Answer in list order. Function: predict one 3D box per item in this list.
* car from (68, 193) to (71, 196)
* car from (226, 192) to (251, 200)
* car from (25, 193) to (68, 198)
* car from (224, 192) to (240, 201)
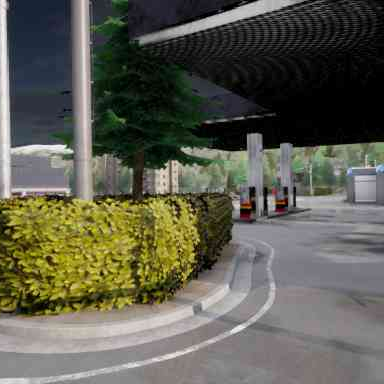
[{"bbox_3d":[-24.204,1.124,63.874,3.866,1.878,1.905,-1,1,35],"label":"car"},{"bbox_3d":[9.246,0.812,66.485,4.514,1.523,2.007,-1,1,35],"label":"car"},{"bbox_3d":[-14.746,1.183,33.582,3.866,1.878,1.905,-1,1,35],"label":"car"},{"bbox_3d":[7.473,0.850,63.898,5.027,1.636,2.152,-1,1,35],"label":"car"}]
